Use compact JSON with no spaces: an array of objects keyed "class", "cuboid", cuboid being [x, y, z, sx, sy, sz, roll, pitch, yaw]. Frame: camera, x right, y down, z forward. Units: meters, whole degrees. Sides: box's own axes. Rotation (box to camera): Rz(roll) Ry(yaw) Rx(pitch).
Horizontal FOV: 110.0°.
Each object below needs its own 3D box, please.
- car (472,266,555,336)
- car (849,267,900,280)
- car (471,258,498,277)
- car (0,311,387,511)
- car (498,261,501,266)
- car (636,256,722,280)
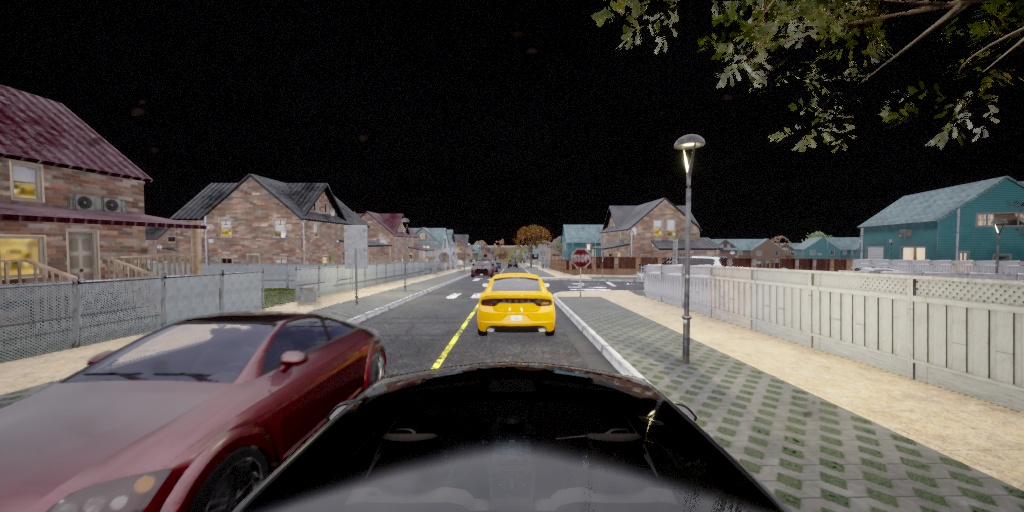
[{"class":"car","cuboid":[0.117,1.227,10.433,1.882,1.535,5.008,0,0,0]},{"class":"car","cuboid":[22.771,1.421,22.962,4.674,1.442,1.812,1,2,13]},{"class":"car","cuboid":[-2.827,1.153,35.555,2.097,1.767,4.553,0,0,0]},{"class":"car","cuboid":[-2.849,1.312,3.657,1.994,1.385,4.181,0,0,0]},{"class":"car","cuboid":[-2.818,1.197,45.521,2.097,1.767,4.553,0,0,0]},{"class":"car","cuboid":[11.627,1.001,24.889,5.566,2.045,2.150,1,2,8]}]
